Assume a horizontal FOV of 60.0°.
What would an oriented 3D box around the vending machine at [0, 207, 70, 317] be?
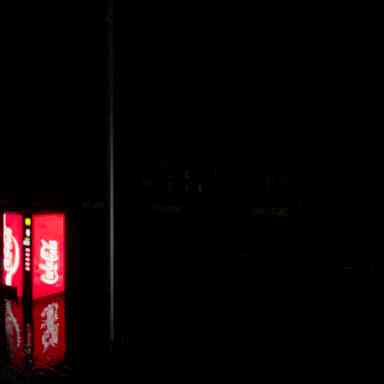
[{"bbox_3d":[-3.416,1.415,7.241,0.880,2.100,1.100,0,0,35],"label":"vending machine"}]
